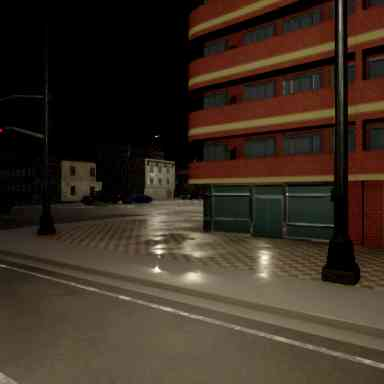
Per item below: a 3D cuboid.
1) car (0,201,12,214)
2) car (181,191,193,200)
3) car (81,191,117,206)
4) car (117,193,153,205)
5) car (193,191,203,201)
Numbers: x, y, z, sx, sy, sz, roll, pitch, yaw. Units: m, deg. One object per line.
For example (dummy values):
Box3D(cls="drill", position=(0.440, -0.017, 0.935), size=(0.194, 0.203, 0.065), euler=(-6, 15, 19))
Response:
Box3D(cls="car", position=(-19.582, 1.461, 31.761), size=(1.994, 1.385, 4.181), euler=(0, 1, 37))
Box3D(cls="car", position=(-0.101, 0.637, 63.723), size=(2.097, 1.767, 4.553), euler=(0, 1, 37))
Box3D(cls="car", position=(-12.765, 0.882, 46.818), size=(2.150, 2.045, 5.566), euler=(0, 1, 37))
Box3D(cls="car", position=(-7.819, 1.072, 47.607), size=(1.882, 1.535, 5.008), euler=(0, 1, 37))
Box3D(cls="car", position=(2.726, 0.815, 61.659), size=(1.812, 1.442, 4.674), euler=(0, 1, 37))
